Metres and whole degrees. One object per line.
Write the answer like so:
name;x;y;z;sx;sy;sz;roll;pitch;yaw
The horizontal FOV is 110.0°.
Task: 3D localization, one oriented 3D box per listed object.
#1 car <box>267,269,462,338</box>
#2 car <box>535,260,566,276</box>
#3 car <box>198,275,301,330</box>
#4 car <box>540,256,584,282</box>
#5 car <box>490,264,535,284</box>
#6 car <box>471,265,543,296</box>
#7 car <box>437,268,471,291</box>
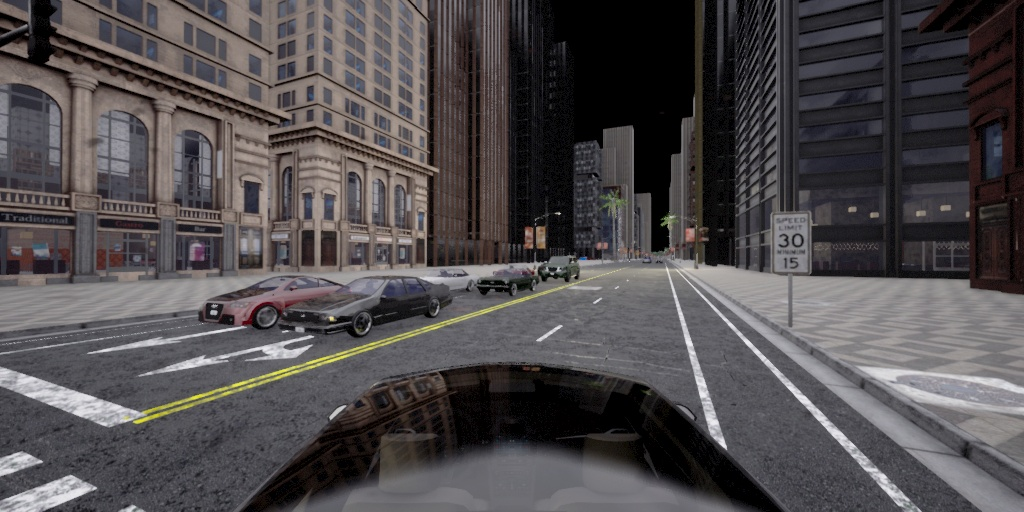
car;-3.834;1.299;10.669;2.033;1.411;5.357;0;0;23
car;4.199;1.246;37.932;1.882;1.535;5.008;0;0;23
car;-7.092;1.315;11.297;1.994;1.385;4.181;0;0;23
car;4.065;0.983;29.354;2.150;2.045;5.566;0;0;23
car;0.192;1.361;28.545;1.895;1.301;4.718;0;0;23
car;-0.101;1.356;19.502;1.895;1.301;4.718;0;0;23
car;-3.687;1.355;19.370;1.895;1.301;4.718;0;0;23
